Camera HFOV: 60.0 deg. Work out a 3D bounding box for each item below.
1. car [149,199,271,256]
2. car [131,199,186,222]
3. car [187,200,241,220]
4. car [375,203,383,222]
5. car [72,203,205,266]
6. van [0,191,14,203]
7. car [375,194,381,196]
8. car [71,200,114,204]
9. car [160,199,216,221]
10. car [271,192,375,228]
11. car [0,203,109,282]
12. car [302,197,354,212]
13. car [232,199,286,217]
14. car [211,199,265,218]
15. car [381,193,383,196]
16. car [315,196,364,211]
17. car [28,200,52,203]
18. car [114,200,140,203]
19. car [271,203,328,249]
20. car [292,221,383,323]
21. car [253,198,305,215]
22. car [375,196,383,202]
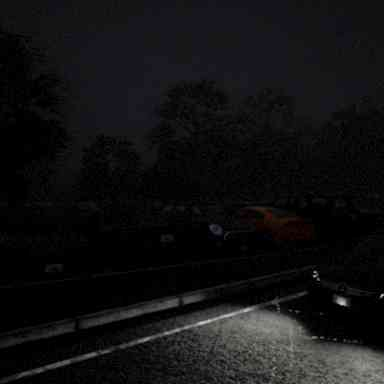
[{"bbox_3d":[0.307,1.150,12.127,2.185,1.767,4.553,1,-1,-35],"label":"car"},{"bbox_3d":[-2.770,1.365,26.127,1.946,1.575,5.366,1,-1,-35],"label":"car"},{"bbox_3d":[1.819,1.462,29.076,2.163,1.488,4.792,1,0,-35],"label":"car"},{"bbox_3d":[7.177,1.417,16.889,2.231,1.521,4.892,1,0,-35],"label":"car"},{"bbox_3d":[-1.977,1.242,10.527,2.163,1.488,4.792,2,-1,-35],"label":"car"},{"bbox_3d":[-11.730,0.914,19.475,1.878,1.987,4.442,1,0,-35],"label":"van"},{"bbox_3d":[20.063,1.058,41.913,2.435,2.045,5.566,-1,1,-35],"label":"car"},{"bbox_3d":[-7.338,1.303,22.707,2.002,1.452,4.674,2,-1,-35],"label":"car"},{"bbox_3d":[-0.480,1.403,27.730,1.946,1.575,5.366,1,-1,-35],"label":"car"},{"bbox_3d":[4.875,1.127,15.320,2.435,2.045,5.566,1,-1,-35],"label":"car"},{"bbox_3d":[-4.224,1.178,8.883,2.163,1.488,4.792,2,-1,-35],"label":"car"},{"bbox_3d":[15.619,1.388,38.543,1.946,1.575,5.366,-1,0,-35],"label":"car"},{"bbox_3d":[6.378,1.453,32.296,2.097,1.535,5.008,0,0,-35],"label":"car"},{"bbox_3d":[4.092,1.447,30.696,2.097,1.535,5.008,0,0,-35],"label":"car"},{"bbox_3d":[24.635,1.068,45.116,2.185,1.767,4.553,-1,1,-35],"label":"car"},{"bbox_3d":[17.795,1.354,40.298,2.097,1.535,5.008,-1,1,-35],"label":"car"},{"bbox_3d":[-9.620,1.239,21.110,2.002,1.452,4.674,2,-1,-35],"label":"car"},{"bbox_3d":[-4.968,1.351,24.398,2.163,1.488,4.792,1,-1,-35],"label":"car"},{"bbox_3d":[2.602,1.331,13.689,2.097,1.535,5.008,1,-1,-35],"label":"car"},{"bbox_3d":[4.335,1.506,6.778,4.674,1.442,1.812,0,0,-35],"label":"car"},{"bbox_3d":[8.769,1.451,33.968,2.231,1.521,4.892,0,0,-35],"label":"car"},{"bbox_3d":[14.041,1.337,21.662,2.185,1.767,4.553,0,0,-35],"label":"car"}]
